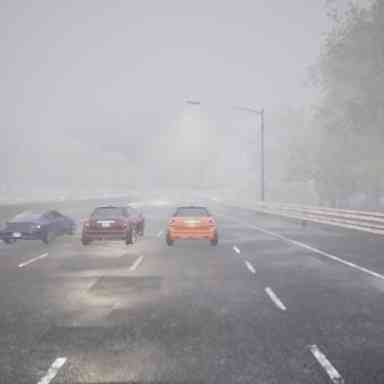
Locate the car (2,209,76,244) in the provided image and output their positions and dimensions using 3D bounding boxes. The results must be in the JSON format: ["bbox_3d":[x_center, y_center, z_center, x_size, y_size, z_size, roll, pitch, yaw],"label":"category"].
[{"bbox_3d":[-7.004,1.534,15.609,1.812,1.442,4.674,0,0,0],"label":"car"}]

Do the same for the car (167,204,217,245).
[{"bbox_3d":[-0.001,1.360,15.821,2.097,1.767,4.553,0,0,0],"label":"car"}]

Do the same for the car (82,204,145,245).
[{"bbox_3d":[-3.502,1.360,15.660,2.097,1.767,4.553,0,0,0],"label":"car"}]
